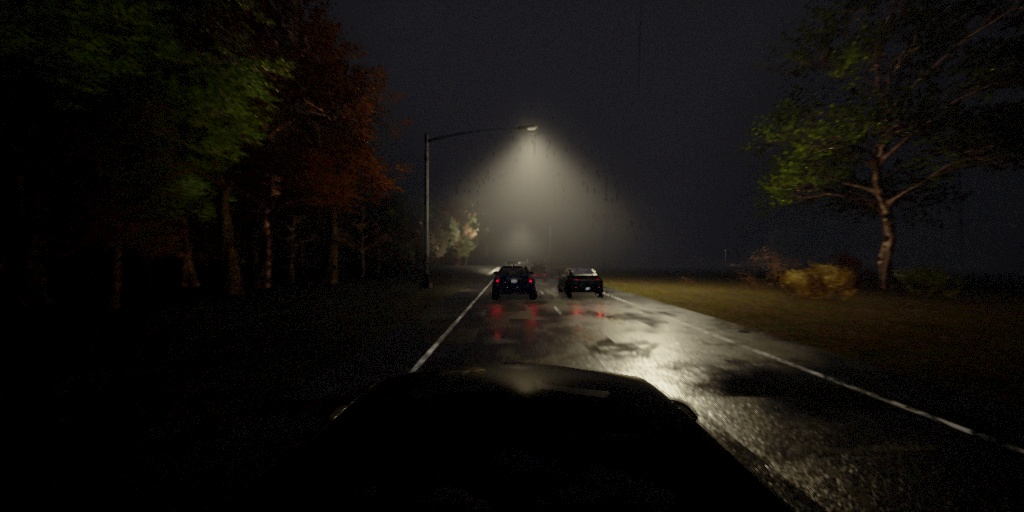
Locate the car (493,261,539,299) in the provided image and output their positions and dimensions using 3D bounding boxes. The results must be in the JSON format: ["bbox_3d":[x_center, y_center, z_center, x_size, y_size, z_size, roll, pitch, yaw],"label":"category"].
[{"bbox_3d":[0.101,1.229,19.214,2.097,1.767,4.553,0,0,0],"label":"car"}]

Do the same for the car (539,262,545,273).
[{"bbox_3d":[3.608,1.581,50.667,2.128,1.511,4.902,0,0,0],"label":"car"}]

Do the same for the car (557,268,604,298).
[{"bbox_3d":[3.603,1.371,19.491,2.128,1.511,4.902,0,0,0],"label":"car"}]
